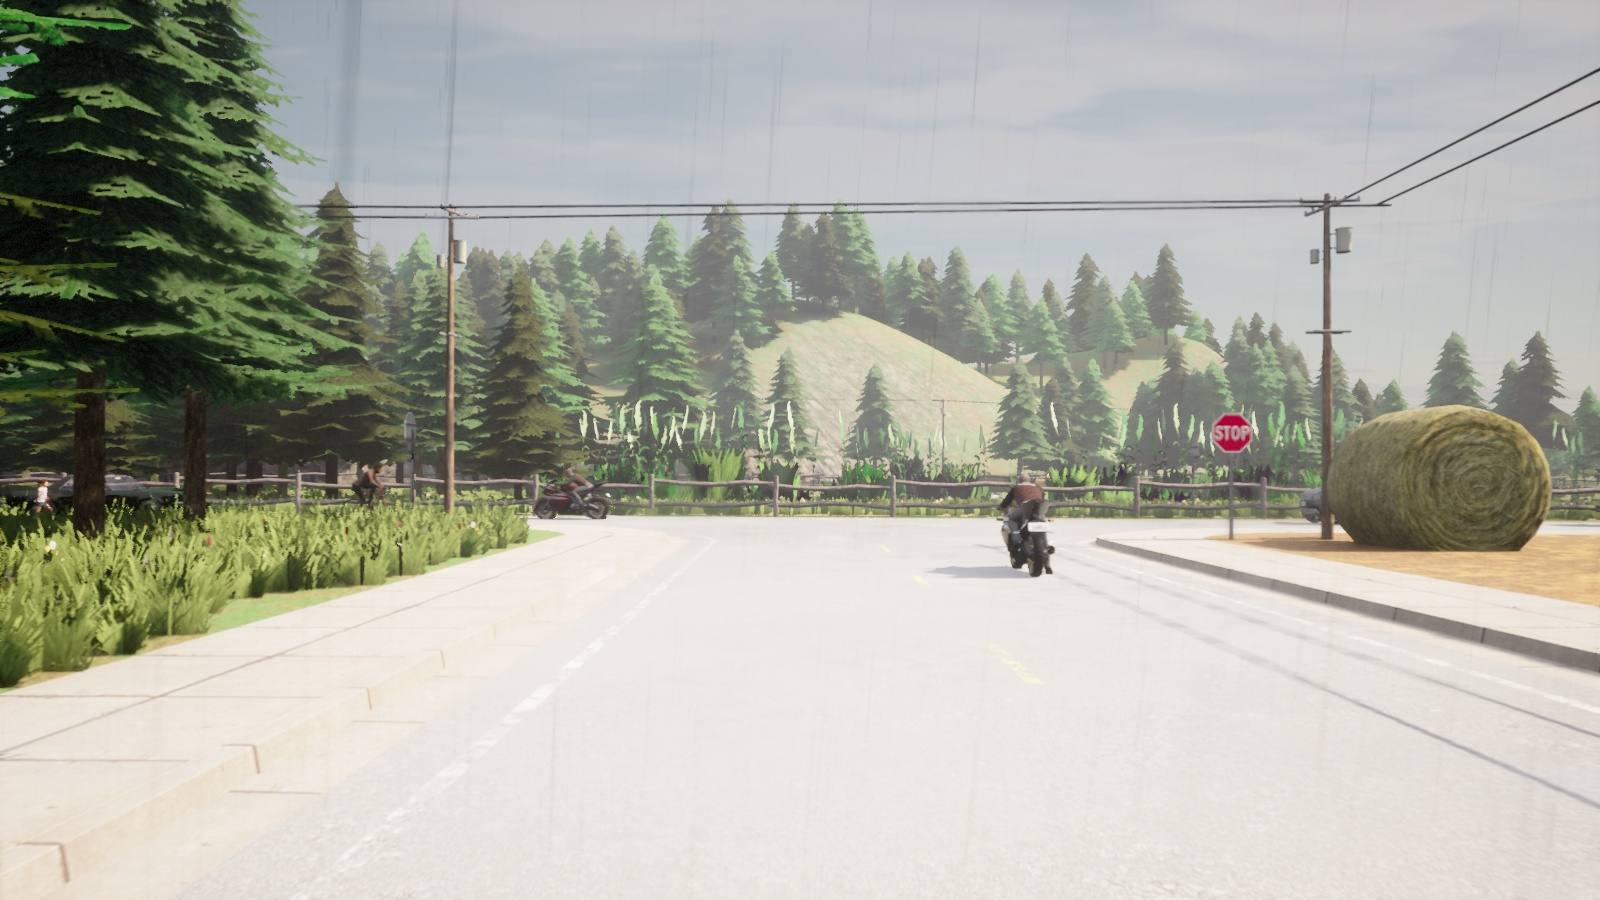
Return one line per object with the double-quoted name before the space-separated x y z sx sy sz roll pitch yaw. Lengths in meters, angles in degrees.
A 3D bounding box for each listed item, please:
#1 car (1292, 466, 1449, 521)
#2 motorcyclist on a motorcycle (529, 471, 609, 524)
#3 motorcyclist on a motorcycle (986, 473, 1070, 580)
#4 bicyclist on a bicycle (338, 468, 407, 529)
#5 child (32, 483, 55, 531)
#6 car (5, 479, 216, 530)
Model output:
"car" 16.324 1.235 36.079 3.705 1.549 1.789 0 -1 3
"motorcyclist on a motorcycle" -6.815 1.400 37.141 2.191 1.530 0.866 0 -1 3
"motorcyclist on a motorcycle" 3.450 1.123 19.186 0.866 1.530 2.191 0 -1 0
"bicyclist on a bicycle" -11.520 1.287 33.854 1.656 1.620 0.582 0 -1 3
"child" -17.681 1.331 29.350 0.394 1.110 0.255 0 -1 4
"car" -18.678 1.468 34.168 4.718 1.301 1.895 0 -1 2
